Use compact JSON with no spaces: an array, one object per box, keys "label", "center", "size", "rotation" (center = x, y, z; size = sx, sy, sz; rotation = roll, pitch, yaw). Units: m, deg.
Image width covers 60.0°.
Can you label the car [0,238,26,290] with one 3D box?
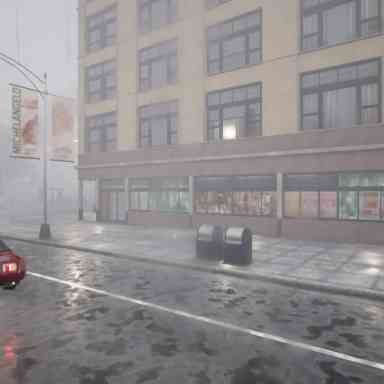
[{"label":"car","center":[-5.720,1.601,8.156],"size":[1.895,1.301,4.718],"rotation":[0,0,-42]}]
